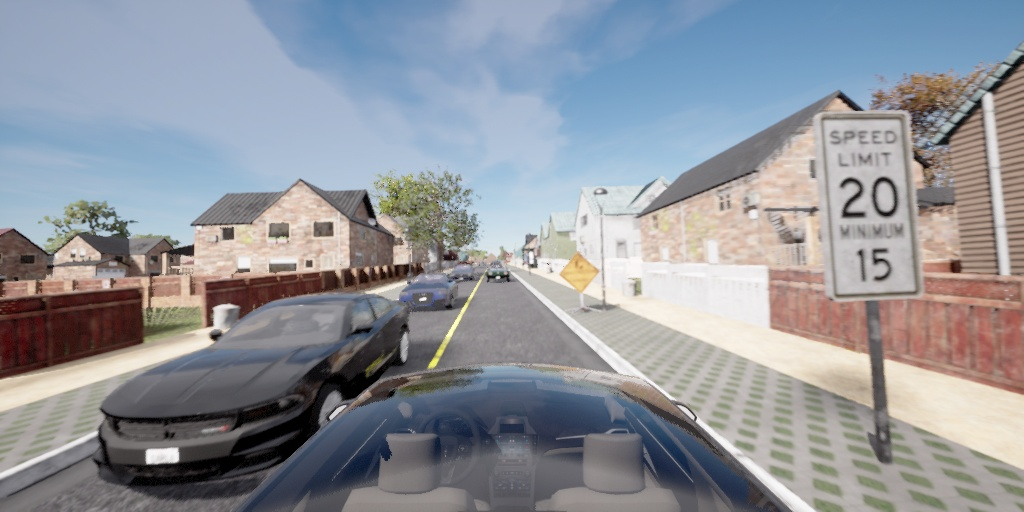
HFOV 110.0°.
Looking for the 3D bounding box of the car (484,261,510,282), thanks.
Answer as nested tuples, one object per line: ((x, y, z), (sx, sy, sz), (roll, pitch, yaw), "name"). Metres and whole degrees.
((-1.194, 1.403, 30.232), (1.895, 1.301, 4.718), (-2, 0, -3), "car")

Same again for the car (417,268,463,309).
((-3.408, 1.424, 15.310), (1.994, 1.385, 4.181), (-2, 0, -3), "car")

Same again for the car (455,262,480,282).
((-4.181, 1.450, 31.298), (2.033, 1.411, 5.357), (-2, 0, -3), "car")

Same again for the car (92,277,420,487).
((-2.911, 1.321, 5.346), (1.882, 1.535, 5.008), (-2, 0, -3), "car")

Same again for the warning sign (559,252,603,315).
((2.189, 0.789, 11.079), (1.300, 1.860, 1.060), (0, 0, -3), "warning sign")
